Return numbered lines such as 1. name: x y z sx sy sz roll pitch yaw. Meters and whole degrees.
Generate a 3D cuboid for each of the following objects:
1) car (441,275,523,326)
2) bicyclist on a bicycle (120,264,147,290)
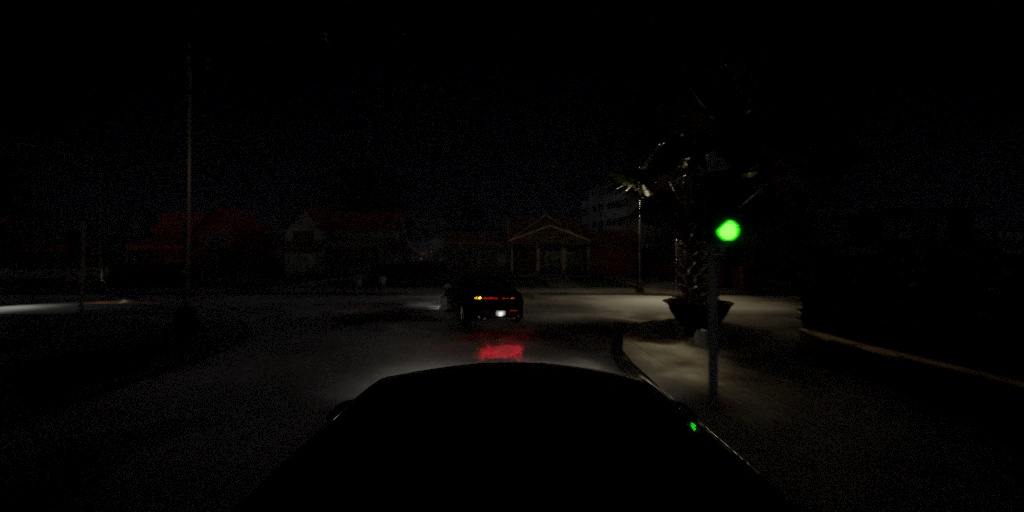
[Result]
1. car: -1.164 1.391 12.480 1.837 1.490 4.892 2 -1 -21
2. bicyclist on a bicycle: -24.176 1.363 22.927 0.582 1.620 1.656 0 0 0
